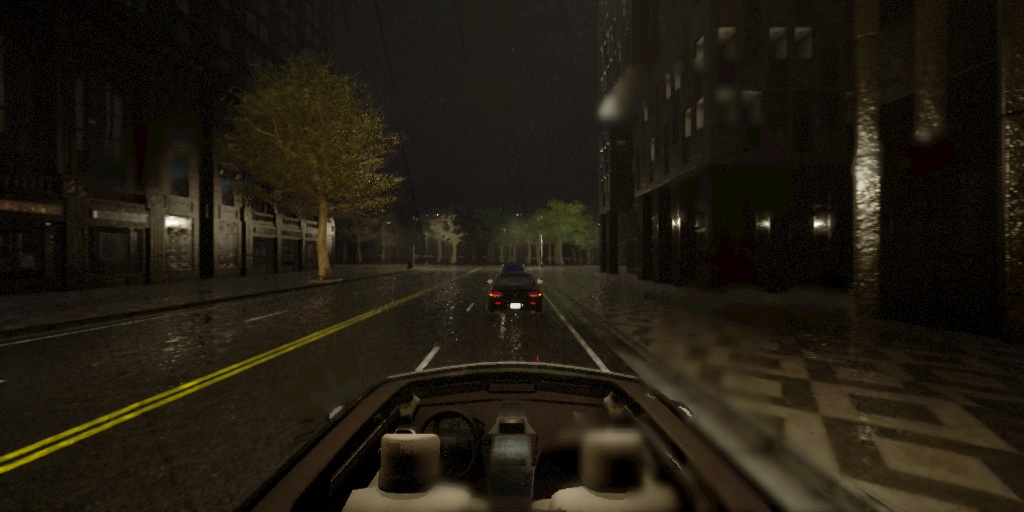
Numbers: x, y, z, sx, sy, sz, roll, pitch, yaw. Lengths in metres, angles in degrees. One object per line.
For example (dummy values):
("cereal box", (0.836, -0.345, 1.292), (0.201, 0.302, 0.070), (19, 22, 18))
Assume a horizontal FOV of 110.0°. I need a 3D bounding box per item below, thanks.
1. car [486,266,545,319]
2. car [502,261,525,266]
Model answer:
("car", (0.103, 1.261, 12.609), (1.812, 1.442, 4.674), (0, 0, 0))
("car", (0.118, 1.178, 32.411), (1.882, 1.535, 5.008), (0, 0, 0))
